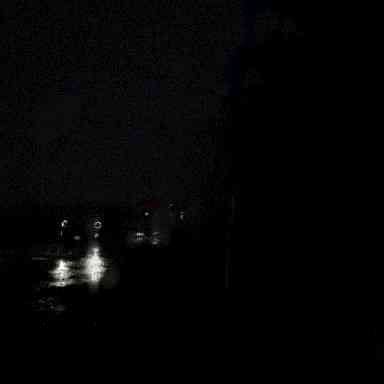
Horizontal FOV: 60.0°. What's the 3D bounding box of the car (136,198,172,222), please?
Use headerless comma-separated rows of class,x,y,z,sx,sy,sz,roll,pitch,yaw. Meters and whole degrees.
car,-3.645,1.598,31.433,2.150,2.045,5.566,3,-1,5

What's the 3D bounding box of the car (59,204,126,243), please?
car,-4.925,1.509,17.103,2.097,1.767,4.553,3,-1,5

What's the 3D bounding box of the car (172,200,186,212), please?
car,-2.033,1.911,48.759,2.097,1.767,4.553,3,0,6
